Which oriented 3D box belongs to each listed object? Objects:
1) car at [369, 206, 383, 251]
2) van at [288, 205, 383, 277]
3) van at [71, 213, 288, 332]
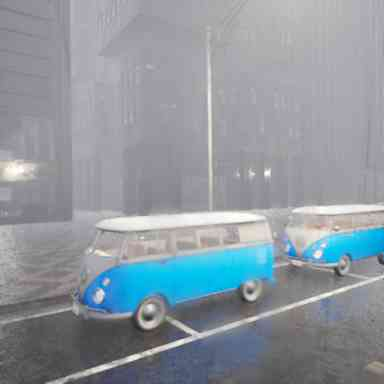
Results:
[{"bbox_3d":[9.019,1.355,13.115,4.097,1.590,1.967,-1,0,-36],"label":"car"},{"bbox_3d":[4.430,1.302,9.834,3.998,1.788,1.690,-1,0,-36],"label":"van"},{"bbox_3d":[-0.158,1.347,6.553,3.998,1.788,1.690,-1,0,-36],"label":"van"}]
